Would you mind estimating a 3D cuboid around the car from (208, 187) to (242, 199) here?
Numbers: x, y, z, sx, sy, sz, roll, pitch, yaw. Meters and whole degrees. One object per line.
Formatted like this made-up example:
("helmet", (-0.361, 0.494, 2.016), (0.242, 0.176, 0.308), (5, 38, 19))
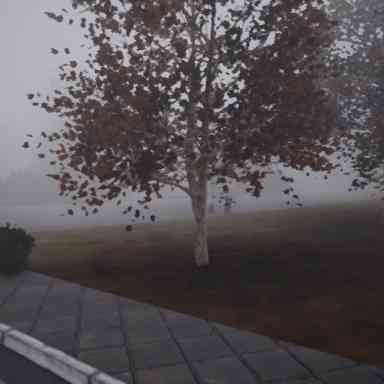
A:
("car", (4.354, 0.163, 43.736), (4.892, 1.490, 1.837), (-3, 3, -30))
